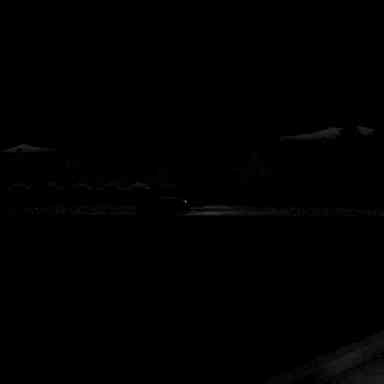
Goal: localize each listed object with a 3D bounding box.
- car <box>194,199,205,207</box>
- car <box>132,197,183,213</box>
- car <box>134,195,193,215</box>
[{"bbox_3d":[-0.625,1.296,44.980,4.674,1.442,1.812,0,0,11],"label":"car"},{"bbox_3d":[-3.601,1.329,34.852,4.902,1.511,2.128,0,0,11],"label":"car"},{"bbox_3d":[-2.740,1.330,31.121,5.008,1.535,1.882,0,0,11],"label":"car"}]
